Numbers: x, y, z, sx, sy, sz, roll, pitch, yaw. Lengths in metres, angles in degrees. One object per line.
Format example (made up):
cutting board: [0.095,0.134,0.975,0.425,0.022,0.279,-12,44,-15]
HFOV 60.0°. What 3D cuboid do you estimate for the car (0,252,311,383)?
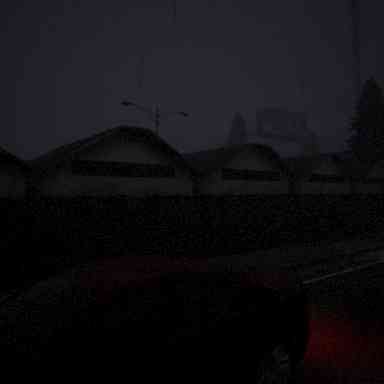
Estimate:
car: [-0.834,1.477,3.427,5.008,1.535,1.882,0,0,-37]
